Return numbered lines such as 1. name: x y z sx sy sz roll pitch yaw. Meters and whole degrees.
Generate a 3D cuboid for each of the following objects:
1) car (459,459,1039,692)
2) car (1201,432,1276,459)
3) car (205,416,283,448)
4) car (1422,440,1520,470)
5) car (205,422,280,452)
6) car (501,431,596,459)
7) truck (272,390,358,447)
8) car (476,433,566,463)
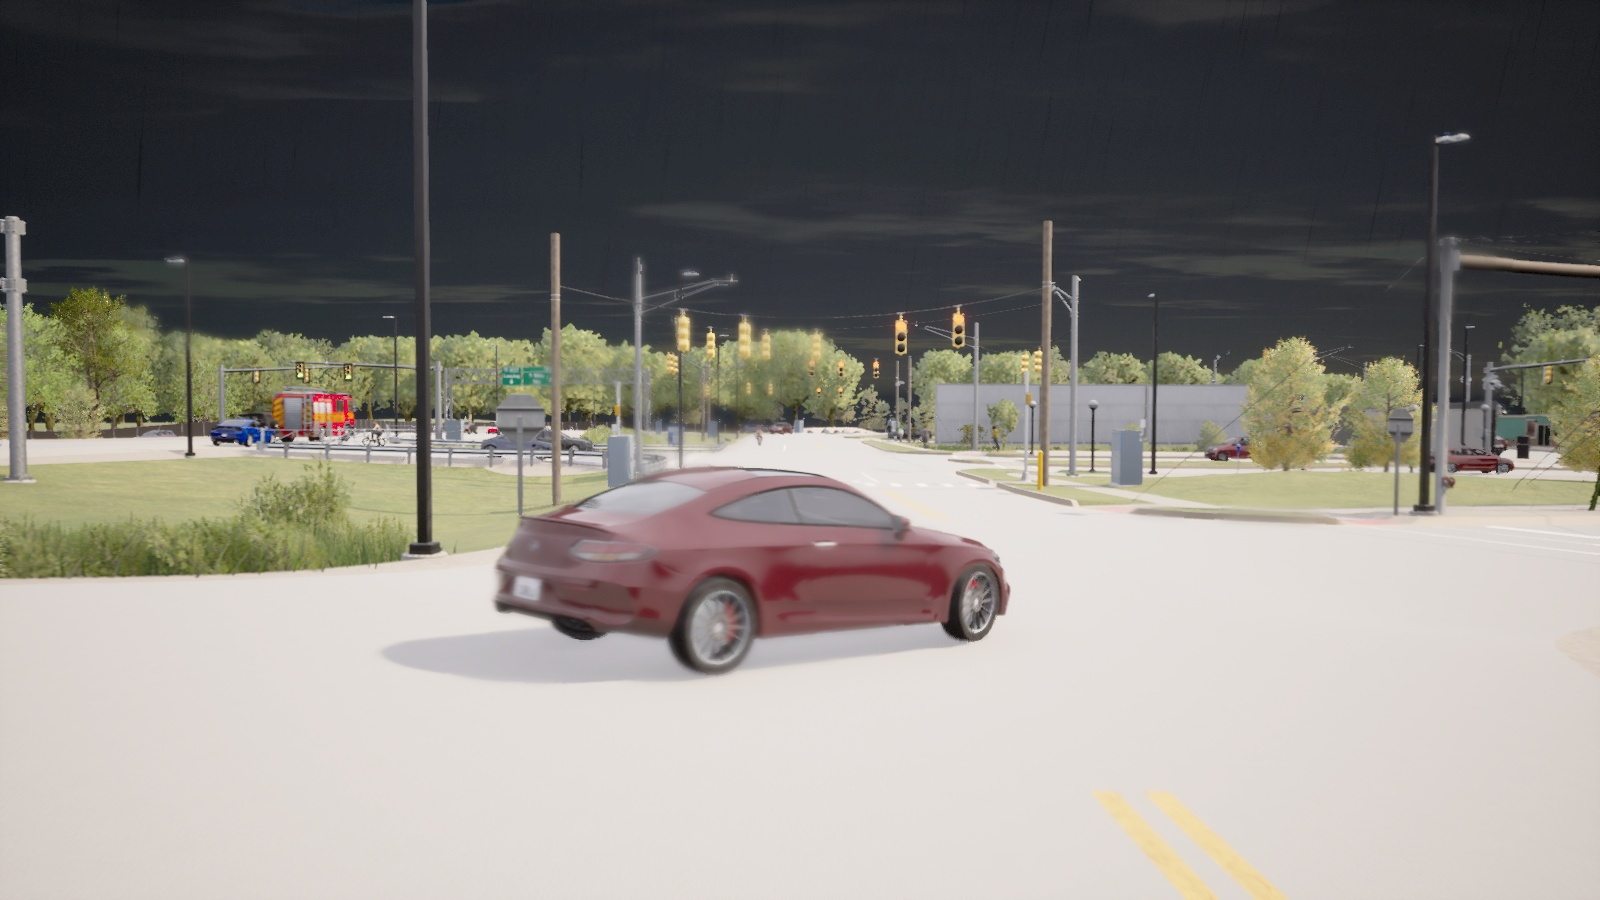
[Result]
1. car: -0.205 0.879 10.333 4.674 1.442 1.812 2 0 -43
2. car: 27.211 -0.311 78.033 3.988 1.617 1.851 0 2 -1
3. car: -33.861 -1.079 76.498 3.866 1.878 1.905 -1 1 -2
4. car: 35.254 0.268 66.017 4.193 1.474 1.816 0 2 -1
5. car: -30.630 -0.740 69.150 1.882 1.535 5.008 2 1 -1
6. car: -13.789 -0.283 69.046 4.892 1.490 1.837 0 1 -3
7. truck: -34.391 -2.226 89.386 2.891 3.827 8.468 0 1 -1
8. car: -14.492 -0.119 65.445 4.181 1.385 1.994 2 1 1
